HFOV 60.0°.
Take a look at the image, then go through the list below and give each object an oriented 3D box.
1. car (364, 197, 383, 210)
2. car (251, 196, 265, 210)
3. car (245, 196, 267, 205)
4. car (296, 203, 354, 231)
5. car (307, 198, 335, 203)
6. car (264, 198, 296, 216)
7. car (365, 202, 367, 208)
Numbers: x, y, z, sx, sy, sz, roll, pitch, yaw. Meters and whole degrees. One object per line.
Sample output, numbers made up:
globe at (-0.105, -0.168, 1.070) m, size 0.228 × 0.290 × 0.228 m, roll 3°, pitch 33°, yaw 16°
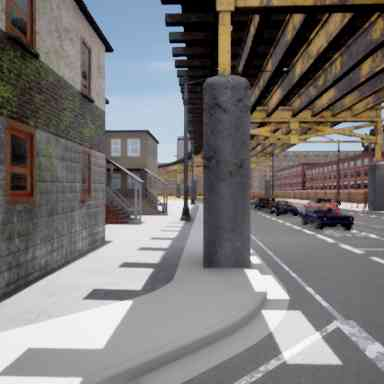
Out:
car at (25.013, 1.441, 42.676) m, size 4.974 × 1.542 × 2.038 m, roll 0°, pitch 0°, yaw 32°
car at (9.146, 1.498, 42.655) m, size 1.837 × 1.490 × 4.892 m, roll 0°, pitch 0°, yaw 2°
car at (11.416, 1.514, 59.647) m, size 1.812 × 1.442 × 4.674 m, roll 0°, pitch 0°, yaw -18°
car at (8.354, 1.596, 20.959) m, size 1.895 × 1.301 × 4.718 m, roll 0°, pitch 0°, yaw 2°
car at (12.477, 1.344, 32.340) m, size 2.097 × 1.767 × 4.553 m, roll 0°, pitch 0°, yaw 2°
car at (8.793, 1.541, 32.330) m, size 2.033 × 1.411 × 5.357 m, roll 0°, pitch 0°, yaw 2°
car at (25.057, 1.283, 42.648) m, size 4.536 × 1.218 × 1.853 m, roll 0°, pitch 0°, yaw 32°
